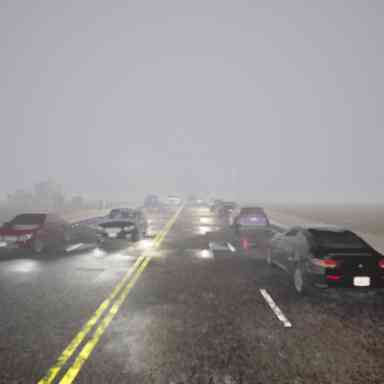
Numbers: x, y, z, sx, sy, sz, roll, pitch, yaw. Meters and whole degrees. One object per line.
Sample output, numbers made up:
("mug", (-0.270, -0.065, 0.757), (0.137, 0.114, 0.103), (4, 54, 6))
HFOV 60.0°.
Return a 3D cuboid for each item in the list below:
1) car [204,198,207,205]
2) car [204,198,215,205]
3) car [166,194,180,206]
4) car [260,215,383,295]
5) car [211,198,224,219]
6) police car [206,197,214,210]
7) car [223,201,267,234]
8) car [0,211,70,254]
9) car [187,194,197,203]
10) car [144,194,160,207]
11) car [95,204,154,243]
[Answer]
("car", (3.244, 1.624, 52.861), (1.801, 1.575, 5.366), (0, 0, 0))
("car", (3.243, 1.796, 63.701), (1.895, 1.301, 4.718), (0, 0, 0))
("car", (-3.291, 1.400, 58.631), (2.150, 2.045, 5.566), (0, 0, 1))
("car", (3.249, 1.555, 8.672), (1.812, 1.442, 4.674), (0, 0, 0))
("car", (3.247, 1.605, 30.701), (2.163, 1.488, 4.792), (0, 0, 0))
("police car", (3.246, 1.641, 41.672), (2.038, 1.542, 4.974), (0, 0, 0))
("car", (3.248, 1.497, 19.672), (2.033, 1.649, 4.856), (0, 0, 0))
("car", (-6.601, 1.573, 13.929), (1.812, 1.442, 4.674), (0, 0, 0))
("car", (-0.009, 1.376, 73.536), (2.150, 2.045, 5.566), (0, 0, 0))
("car", (-6.563, 1.395, 54.995), (2.150, 2.045, 5.566), (0, 0, 0))
("car", (-3.351, 1.547, 16.489), (2.128, 1.511, 4.902), (0, 0, 0))
